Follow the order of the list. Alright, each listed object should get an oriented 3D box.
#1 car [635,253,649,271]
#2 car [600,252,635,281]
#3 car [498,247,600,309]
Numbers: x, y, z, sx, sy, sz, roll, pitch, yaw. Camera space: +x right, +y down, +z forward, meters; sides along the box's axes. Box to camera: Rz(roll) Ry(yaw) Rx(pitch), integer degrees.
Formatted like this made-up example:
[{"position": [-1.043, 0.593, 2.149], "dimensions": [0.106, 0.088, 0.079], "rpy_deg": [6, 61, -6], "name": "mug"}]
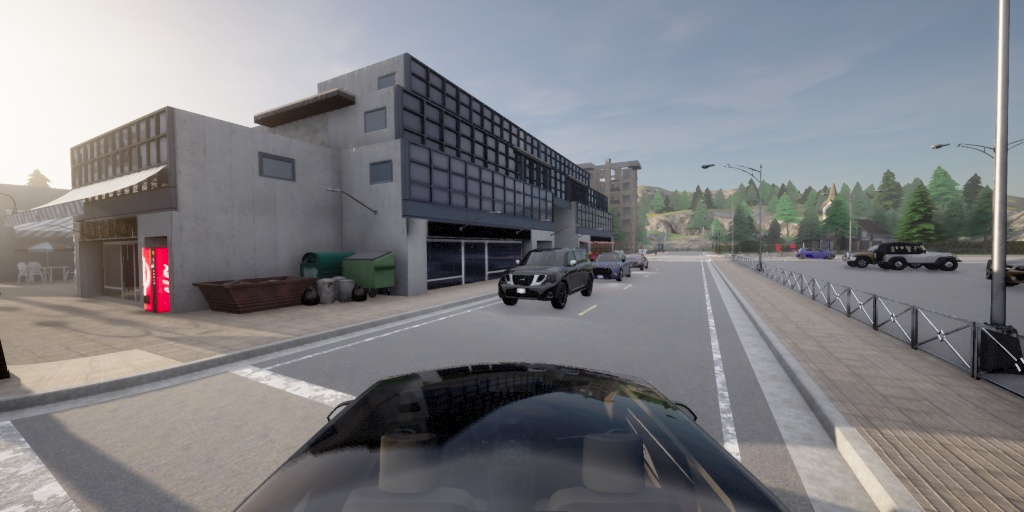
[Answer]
[{"position": [10.873, 0.462, 31.715], "dimensions": [1.812, 1.442, 4.674], "rpy_deg": [0, 2, 28], "name": "car"}, {"position": [6.126, 0.561, 22.651], "dimensions": [2.097, 1.767, 4.553], "rpy_deg": [0, 2, 28], "name": "car"}, {"position": [1.568, 0.693, 13.935], "dimensions": [2.150, 2.045, 5.566], "rpy_deg": [0, 1, 28], "name": "car"}]
